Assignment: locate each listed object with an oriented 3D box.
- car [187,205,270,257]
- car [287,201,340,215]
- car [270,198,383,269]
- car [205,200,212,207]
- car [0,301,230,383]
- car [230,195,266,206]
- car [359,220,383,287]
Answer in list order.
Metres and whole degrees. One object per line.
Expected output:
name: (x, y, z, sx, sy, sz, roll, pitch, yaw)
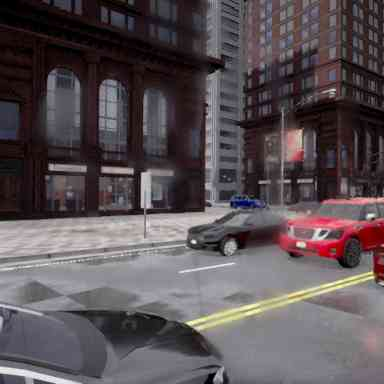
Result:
car: (2.096, 1.488, 13.154, 5.008, 1.535, 1.882, 0, 0, -35)
car: (13.421, 1.726, 37.136, 2.033, 1.411, 5.357, 1, -1, -35)
car: (5.535, 1.236, 11.614, 5.566, 2.045, 2.150, 0, 0, -35)
car: (1.434, 1.837, 54.013, 1.994, 1.385, 4.181, 1, -1, -36)
car: (-1.888, 1.491, 2.097, 4.902, 1.511, 2.128, 0, 0, -35)
car: (7.544, 1.446, 45.415, 2.150, 2.045, 5.566, 1, -1, -35)
car: (6.285, 1.489, 7.913, 5.008, 1.535, 1.882, 0, 0, -35)
